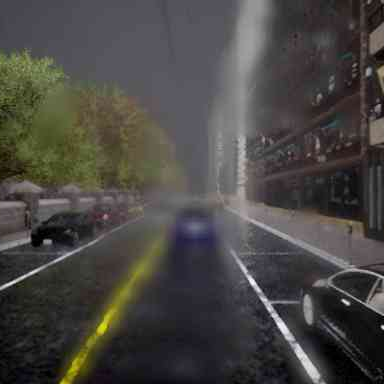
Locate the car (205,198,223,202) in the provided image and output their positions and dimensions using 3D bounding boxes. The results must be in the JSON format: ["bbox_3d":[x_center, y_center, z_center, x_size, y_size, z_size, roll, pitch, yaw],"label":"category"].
[{"bbox_3d":[2.789,1.620,37.353,2.008,1.369,4.403,0,0,0],"label":"car"}]

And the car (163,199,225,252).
[{"bbox_3d":[0.121,1.377,14.248,2.097,1.767,4.553,0,0,0],"label":"car"}]

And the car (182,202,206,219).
[{"bbox_3d":[0.166,1.619,30.264,1.994,1.385,4.181,0,0,0],"label":"car"}]

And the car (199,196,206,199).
[{"bbox_3d":[2.931,1.776,91.884,1.947,1.339,4.313,0,0,0],"label":"car"}]

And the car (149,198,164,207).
[{"bbox_3d":[-5.676,1.652,53.988,1.887,1.381,4.507,0,0,0],"label":"car"}]

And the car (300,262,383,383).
[{"bbox_3d":[2.703,1.557,4.121,2.008,1.369,4.403,0,0,0],"label":"car"}]

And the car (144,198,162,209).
[{"bbox_3d":[-5.639,1.646,48.448,2.008,1.369,4.403,0,0,0],"label":"car"}]

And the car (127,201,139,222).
[{"bbox_3d":[-5.619,1.630,26.295,1.802,1.307,4.206,0,0,0],"label":"car"}]

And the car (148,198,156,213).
[{"bbox_3d":[-5.590,1.511,37.373,1.967,1.590,4.097,0,0,0],"label":"car"}]

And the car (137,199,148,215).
[{"bbox_3d":[-5.605,1.584,31.663,1.752,1.417,4.829,0,0,0],"label":"car"}]

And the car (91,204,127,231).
[{"bbox_3d":[-5.633,1.477,20.756,1.967,1.590,4.097,0,0,0],"label":"car"}]

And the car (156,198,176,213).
[{"bbox_3d":[-2.996,1.674,38.494,1.895,1.301,4.718,0,0,0],"label":"car"}]

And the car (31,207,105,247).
[{"bbox_3d":[-5.648,1.593,15.218,1.947,1.339,4.313,0,0,0],"label":"car"}]
